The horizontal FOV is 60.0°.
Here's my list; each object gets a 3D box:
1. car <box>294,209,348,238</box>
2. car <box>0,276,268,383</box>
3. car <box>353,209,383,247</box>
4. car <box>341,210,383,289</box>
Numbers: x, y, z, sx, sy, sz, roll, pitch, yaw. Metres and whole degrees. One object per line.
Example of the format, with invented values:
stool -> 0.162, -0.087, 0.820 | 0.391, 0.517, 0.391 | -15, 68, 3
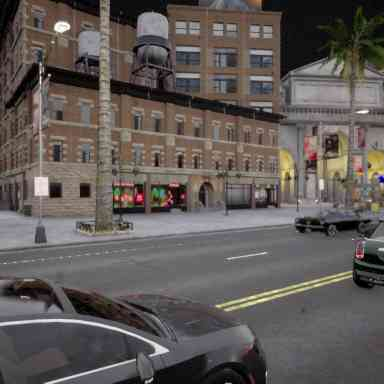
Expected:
car -> 7.660, 1.601, 18.026 | 4.718, 1.301, 1.895 | 0, 0, -35
car -> -1.477, 1.505, 2.685 | 4.892, 1.490, 1.837 | 0, 0, -36
car -> 9.833, 1.547, 15.278 | 5.357, 1.411, 2.033 | 0, 0, -35
car -> 5.902, 1.352, 7.977 | 4.553, 1.767, 2.097 | 0, 0, -35
